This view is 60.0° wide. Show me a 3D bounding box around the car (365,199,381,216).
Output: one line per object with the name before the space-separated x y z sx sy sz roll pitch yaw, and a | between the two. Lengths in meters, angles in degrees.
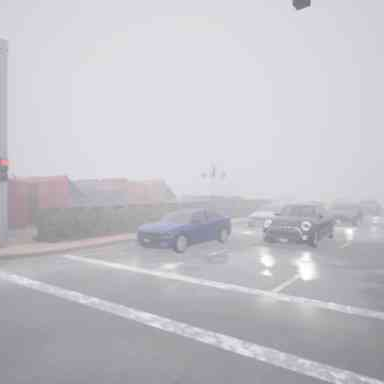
car | 17.253 1.496 32.566 1.837 1.490 4.892 0 0 35

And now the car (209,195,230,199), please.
car | 3.662 1.231 57.054 4.605 1.855 1.932 0 0 35

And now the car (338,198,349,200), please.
car | 17.552 1.476 39.045 1.882 1.535 5.008 0 0 36

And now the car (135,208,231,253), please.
car | -0.188 1.447 13.860 1.882 1.535 5.008 0 0 35

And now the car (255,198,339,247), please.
car | 4.890 1.322 14.989 2.097 1.767 4.553 0 0 35

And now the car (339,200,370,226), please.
car | 10.931 1.527 23.596 2.033 1.411 5.357 0 0 35

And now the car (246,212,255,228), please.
car | 5.194 1.504 21.492 1.812 1.442 4.674 0 0 35
